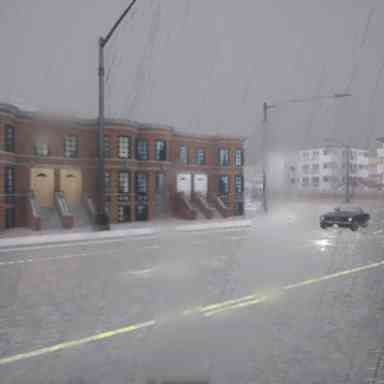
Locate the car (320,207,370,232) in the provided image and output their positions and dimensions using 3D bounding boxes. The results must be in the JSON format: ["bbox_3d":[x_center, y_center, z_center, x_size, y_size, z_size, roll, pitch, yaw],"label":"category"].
[{"bbox_3d":[9.381,1.575,20.270,1.895,1.301,4.718,0,0,38],"label":"car"}]
